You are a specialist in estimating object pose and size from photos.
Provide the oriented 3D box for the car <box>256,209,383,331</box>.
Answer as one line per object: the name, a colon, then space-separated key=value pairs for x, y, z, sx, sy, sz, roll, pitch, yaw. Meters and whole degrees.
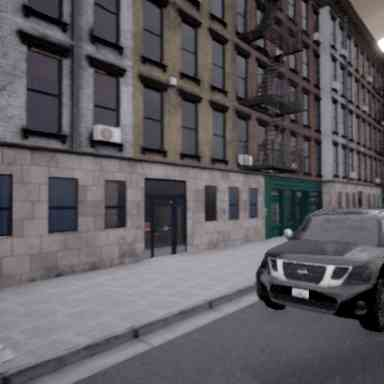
car: x=3.668 y=1.441 z=7.800 sx=2.150 sy=2.045 sz=5.566 roll=-2 pitch=-3 yaw=41
